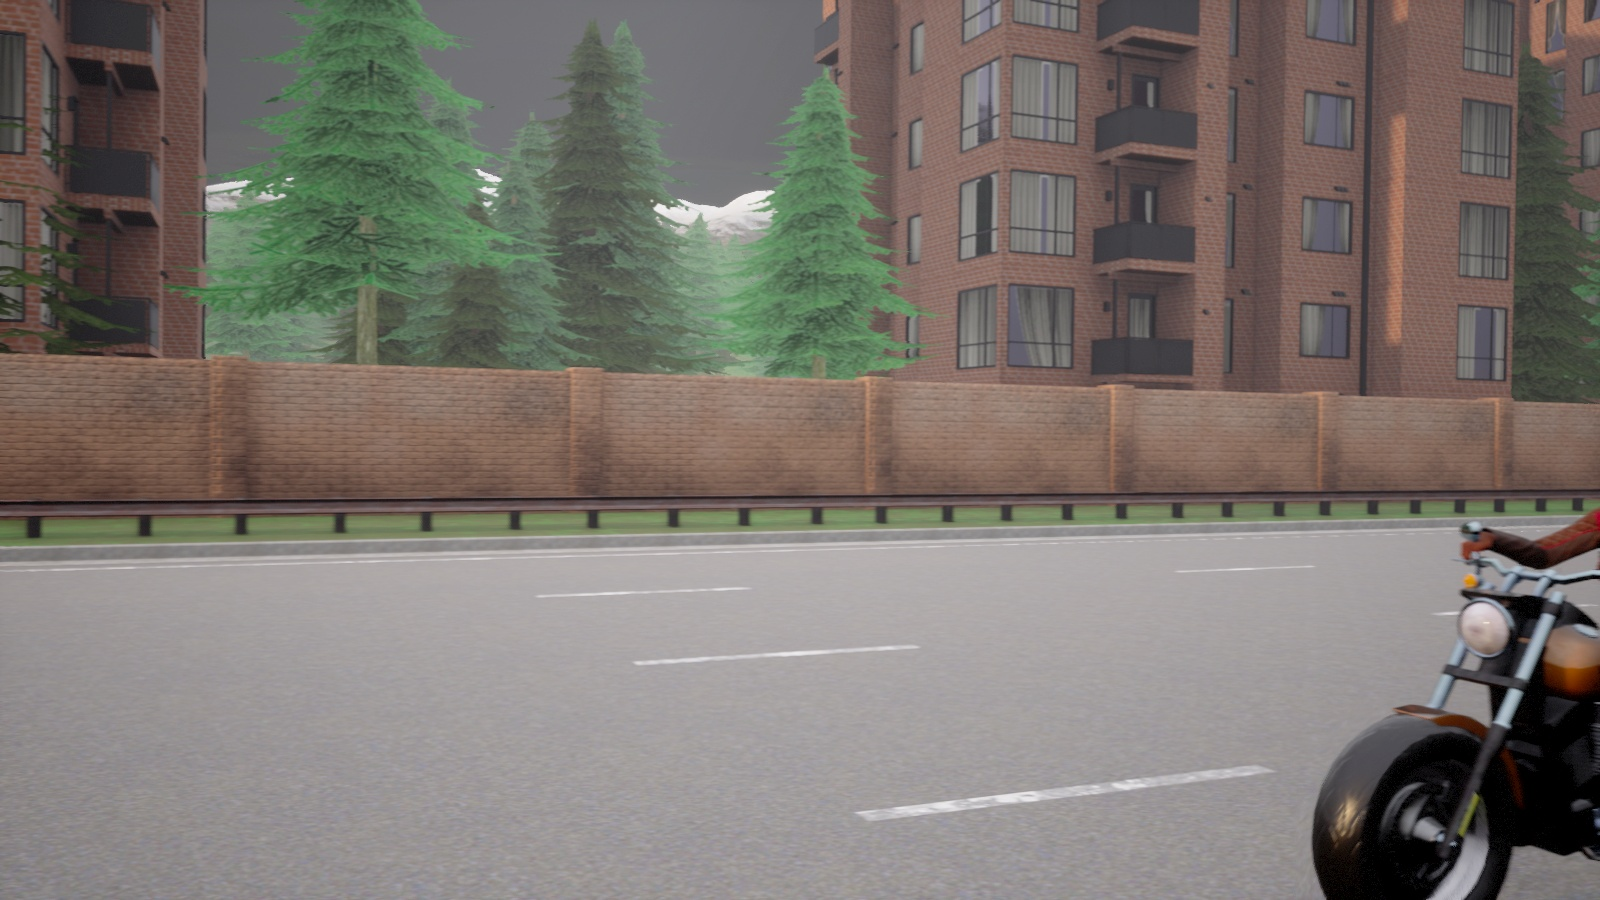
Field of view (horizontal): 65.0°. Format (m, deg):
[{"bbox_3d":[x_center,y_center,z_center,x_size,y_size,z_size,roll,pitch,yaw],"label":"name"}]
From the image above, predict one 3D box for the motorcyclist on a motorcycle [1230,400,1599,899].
[{"bbox_3d":[2.611,0.669,4.129,2.350,1.649,0.766,-1,1,-23],"label":"motorcyclist on a motorcycle"}]
